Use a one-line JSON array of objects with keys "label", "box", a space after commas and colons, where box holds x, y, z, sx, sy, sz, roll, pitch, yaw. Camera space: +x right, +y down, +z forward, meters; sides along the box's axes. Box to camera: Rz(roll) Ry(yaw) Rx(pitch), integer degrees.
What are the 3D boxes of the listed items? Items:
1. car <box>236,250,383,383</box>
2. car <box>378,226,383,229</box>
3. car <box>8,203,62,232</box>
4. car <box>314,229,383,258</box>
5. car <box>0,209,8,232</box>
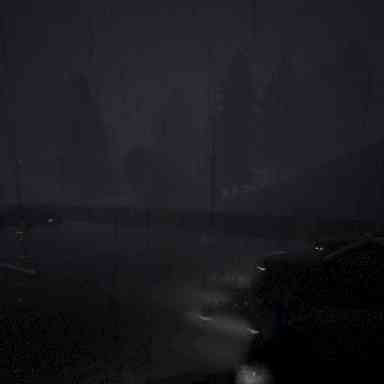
[{"label": "car", "box": [2.638, 1.511, 2.110, 4.892, 1.490, 1.837, 1, 0, 35]}, {"label": "car", "box": [5.699, 1.503, 8.526, 4.892, 1.490, 1.837, 0, 0, 35]}, {"label": "car", "box": [-9.701, 1.380, 19.512, 5.008, 1.535, 1.882, 0, 0, 35]}, {"label": "car", "box": [3.371, 1.523, 5.887, 4.674, 1.442, 1.812, 0, 0, 35]}, {"label": "car", "box": [-11.296, 1.506, 16.349, 4.718, 1.301, 1.895, 0, 0, 35]}]
